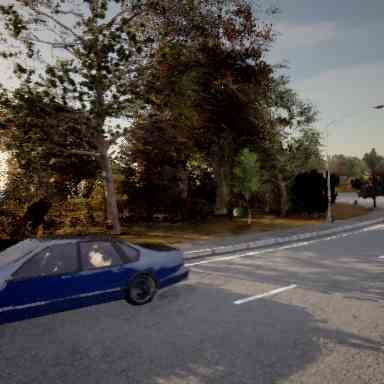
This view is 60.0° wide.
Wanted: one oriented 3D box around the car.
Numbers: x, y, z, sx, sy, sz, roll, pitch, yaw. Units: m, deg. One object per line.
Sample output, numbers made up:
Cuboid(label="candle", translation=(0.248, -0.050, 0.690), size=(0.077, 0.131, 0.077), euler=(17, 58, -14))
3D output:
Cuboid(label="car", translation=(-2.585, 1.573, 6.530), size=(5.357, 1.411, 2.033), euler=(0, 0, -37))
